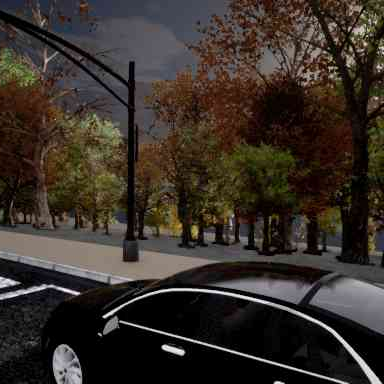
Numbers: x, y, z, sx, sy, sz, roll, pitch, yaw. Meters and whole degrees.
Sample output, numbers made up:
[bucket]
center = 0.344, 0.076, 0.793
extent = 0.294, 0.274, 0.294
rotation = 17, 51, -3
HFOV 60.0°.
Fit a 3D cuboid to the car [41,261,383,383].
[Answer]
[car]
center = 0.389, 1.505, 3.397
extent = 4.892, 1.490, 1.837
rotation = 0, 0, 36
